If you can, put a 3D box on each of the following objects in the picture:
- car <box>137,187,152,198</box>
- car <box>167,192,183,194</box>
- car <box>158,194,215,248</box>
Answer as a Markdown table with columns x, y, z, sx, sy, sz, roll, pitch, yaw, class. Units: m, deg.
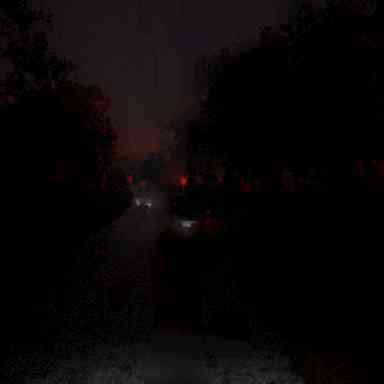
| x | y | z | sx | sy | sz | roll | pitch | yaw | class |
| --- | --- | --- | --- | --- | --- | --- | --- | --- | --- |
| -6.251 | 0.057 | 43.251 | 1.895 | 1.301 | 4.718 | 1 | 3 | -9 | car |
| -1.634 | 0.690 | 31.167 | 1.882 | 1.535 | 5.008 | 1 | 3 | -6 | car |
| -0.272 | 1.184 | 14.131 | 2.097 | 1.767 | 4.553 | 1 | 1 | -2 | car |
